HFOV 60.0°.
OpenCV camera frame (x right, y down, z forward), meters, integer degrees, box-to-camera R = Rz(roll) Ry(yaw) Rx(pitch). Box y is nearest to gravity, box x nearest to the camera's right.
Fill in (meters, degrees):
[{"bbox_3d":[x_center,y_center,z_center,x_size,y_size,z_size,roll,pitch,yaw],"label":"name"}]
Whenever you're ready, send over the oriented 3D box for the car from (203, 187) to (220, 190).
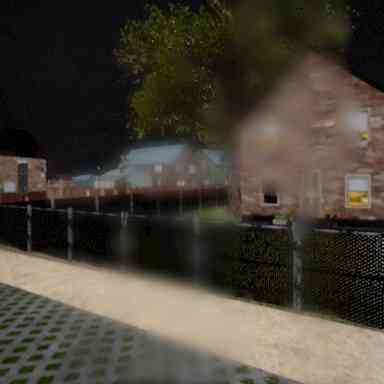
[{"bbox_3d":[2.307,0.144,40.506,2.033,1.411,5.357,0,2,36],"label":"car"}]
